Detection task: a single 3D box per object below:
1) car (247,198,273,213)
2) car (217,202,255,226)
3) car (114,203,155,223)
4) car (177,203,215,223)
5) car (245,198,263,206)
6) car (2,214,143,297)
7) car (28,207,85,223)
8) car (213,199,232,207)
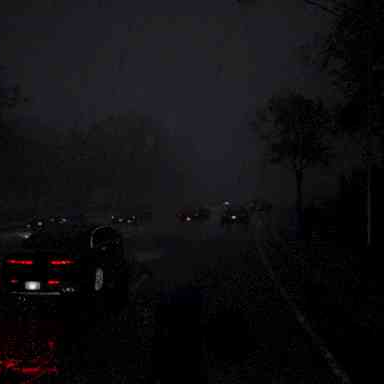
[{"bbox_3d":[8.610,1.618,40.956,2.097,1.767,4.553,0,0,22],"label":"car"},{"bbox_3d":[3.336,1.717,24.709,1.994,1.385,4.181,0,0,14],"label":"car"},{"bbox_3d":[-4.164,1.629,24.289,1.837,1.490,4.892,0,0,13],"label":"car"},{"bbox_3d":[0.279,1.756,27.127,1.895,1.301,4.718,0,0,14],"label":"car"},{"bbox_3d":[11.746,1.912,62.758,1.812,1.442,4.674,0,0,32],"label":"car"},{"bbox_3d":[-2.839,1.549,8.756,1.837,1.490,4.892,0,0,5],"label":"car"},{"bbox_3d":[-8.376,1.657,21.069,1.994,1.385,4.181,0,0,11],"label":"car"},{"bbox_3d":[5.481,1.884,59.076,2.033,1.411,5.357,0,0,29],"label":"car"}]
